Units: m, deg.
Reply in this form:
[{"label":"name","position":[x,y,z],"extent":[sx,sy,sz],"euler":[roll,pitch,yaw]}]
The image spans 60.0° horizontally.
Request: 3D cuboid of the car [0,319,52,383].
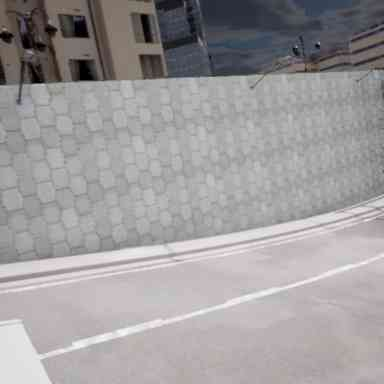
[{"label":"car","position":[-3.276,1.625,1.652],"extent":[4.718,1.301,1.895],"euler":[-1,1,-35]}]
